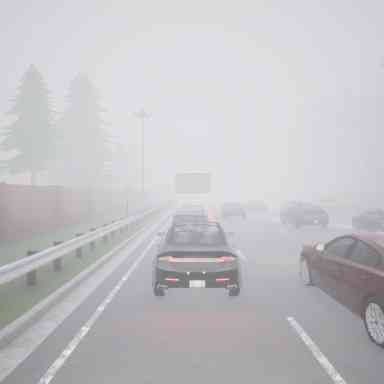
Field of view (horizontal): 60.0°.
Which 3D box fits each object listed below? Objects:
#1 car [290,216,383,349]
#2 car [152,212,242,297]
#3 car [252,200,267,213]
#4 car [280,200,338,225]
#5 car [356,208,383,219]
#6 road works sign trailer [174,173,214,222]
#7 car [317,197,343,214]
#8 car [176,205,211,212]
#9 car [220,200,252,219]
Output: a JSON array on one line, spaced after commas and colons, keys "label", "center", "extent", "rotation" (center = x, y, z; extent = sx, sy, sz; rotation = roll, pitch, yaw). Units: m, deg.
[{"label": "car", "center": [3.599, 1.477, 6.258], "extent": [1.882, 1.535, 5.008], "rotation": [0, 0, 0]}, {"label": "car", "center": [0.098, 1.491, 8.595], "extent": [2.128, 1.511, 4.902], "rotation": [0, 0, 0]}, {"label": "car", "center": [7.085, 1.563, 37.414], "extent": [1.994, 1.385, 4.181], "rotation": [0, 0, 1]}, {"label": "car", "center": [7.095, 1.491, 21.386], "extent": [2.128, 1.511, 4.902], "rotation": [0, 0, 0]}, {"label": "car", "center": [10.596, 1.563, 18.340], "extent": [1.994, 1.385, 4.181], "rotation": [0, 0, 0]}, {"label": "road works sign trailer", "center": [0.062, 0.464, 22.955], "extent": [2.380, 3.560, 2.880], "rotation": [0, 0, -1]}, {"label": "car", "center": [14.093, 1.352, 35.312], "extent": [2.097, 1.767, 4.553], "rotation": [0, 0, 0]}, {"label": "car", "center": [0.043, 1.474, 19.036], "extent": [1.882, 1.535, 5.008], "rotation": [0, 0, 5]}, {"label": "car", "center": [3.597, 1.547, 29.399], "extent": [2.033, 1.411, 5.357], "rotation": [0, 0, 0]}]
